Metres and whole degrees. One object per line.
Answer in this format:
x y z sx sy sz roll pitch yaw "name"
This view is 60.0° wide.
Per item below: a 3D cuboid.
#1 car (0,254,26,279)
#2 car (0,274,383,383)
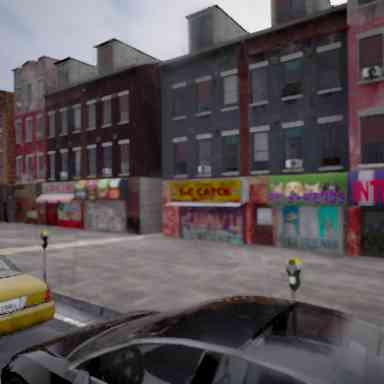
-4.414 1.556 5.965 4.829 1.417 1.752 0 -1 35 "car"
0.238 1.572 2.650 4.313 1.339 1.947 0 -1 35 "car"
